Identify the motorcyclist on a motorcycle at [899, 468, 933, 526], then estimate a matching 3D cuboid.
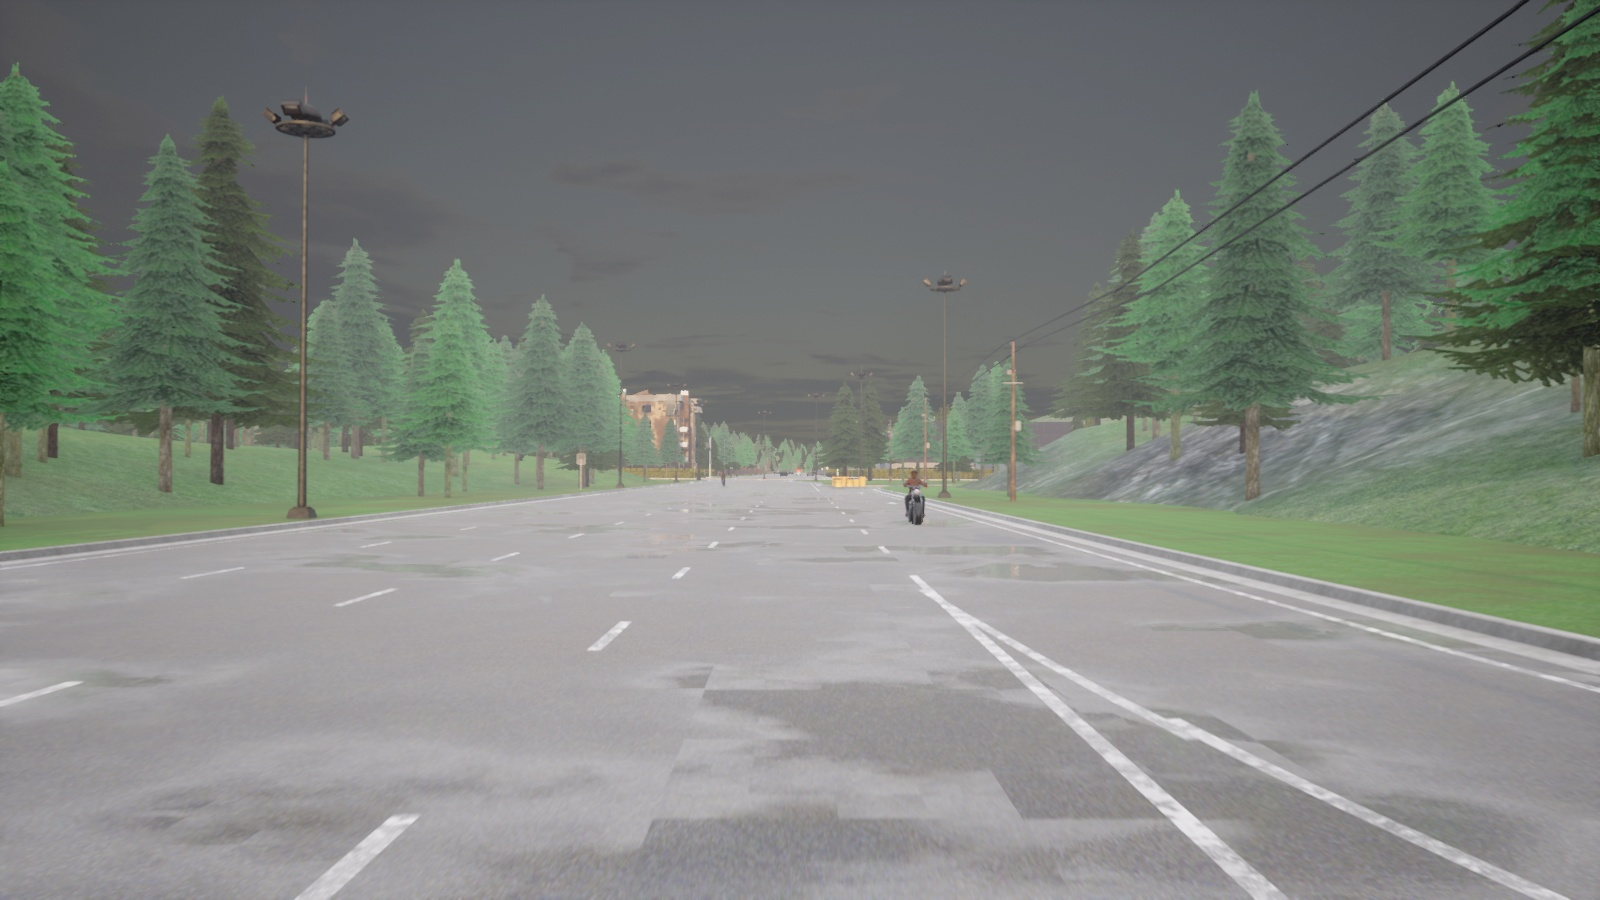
[{"bbox_3d":[3.410,1.371,37.002,0.766,1.649,2.350,0,-1,0],"label":"motorcyclist on a motorcycle"}]
